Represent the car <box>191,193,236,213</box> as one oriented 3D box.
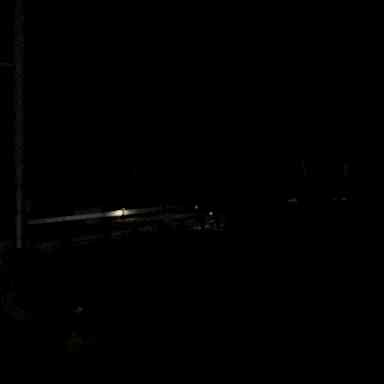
[{"bbox_3d":[1.986,0.900,28.609,2.128,1.511,4.902,0,2,42],"label":"car"}]
